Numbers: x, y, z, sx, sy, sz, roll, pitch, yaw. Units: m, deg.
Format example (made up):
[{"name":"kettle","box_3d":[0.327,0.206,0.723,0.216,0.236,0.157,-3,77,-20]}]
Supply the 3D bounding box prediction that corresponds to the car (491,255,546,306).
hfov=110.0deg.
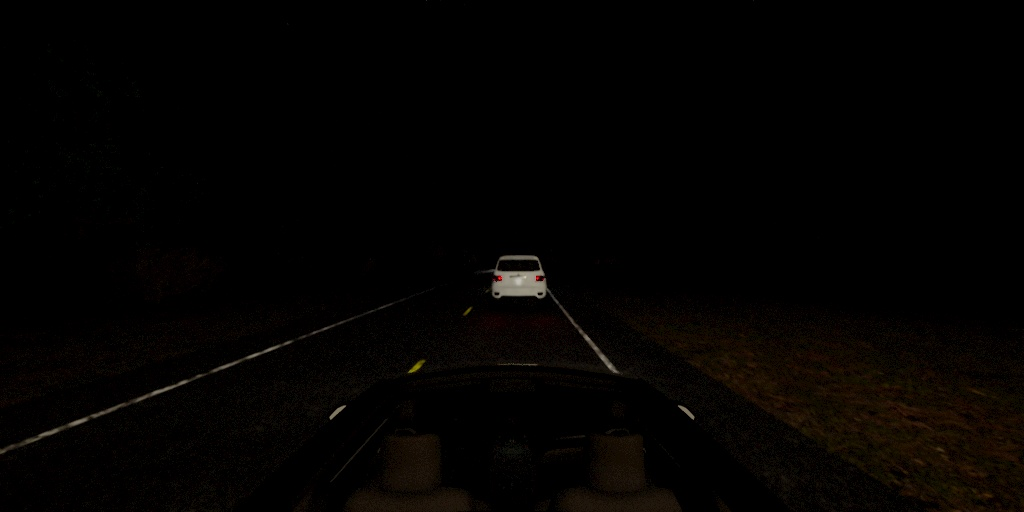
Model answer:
[{"name":"car","box_3d":[0.306,0.981,15.817,2.150,2.045,5.566,0,0,1]}]

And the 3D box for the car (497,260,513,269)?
[{"name":"car","box_3d":[-1.083,1.354,59.004,2.128,1.511,4.902,0,0,4]}]
